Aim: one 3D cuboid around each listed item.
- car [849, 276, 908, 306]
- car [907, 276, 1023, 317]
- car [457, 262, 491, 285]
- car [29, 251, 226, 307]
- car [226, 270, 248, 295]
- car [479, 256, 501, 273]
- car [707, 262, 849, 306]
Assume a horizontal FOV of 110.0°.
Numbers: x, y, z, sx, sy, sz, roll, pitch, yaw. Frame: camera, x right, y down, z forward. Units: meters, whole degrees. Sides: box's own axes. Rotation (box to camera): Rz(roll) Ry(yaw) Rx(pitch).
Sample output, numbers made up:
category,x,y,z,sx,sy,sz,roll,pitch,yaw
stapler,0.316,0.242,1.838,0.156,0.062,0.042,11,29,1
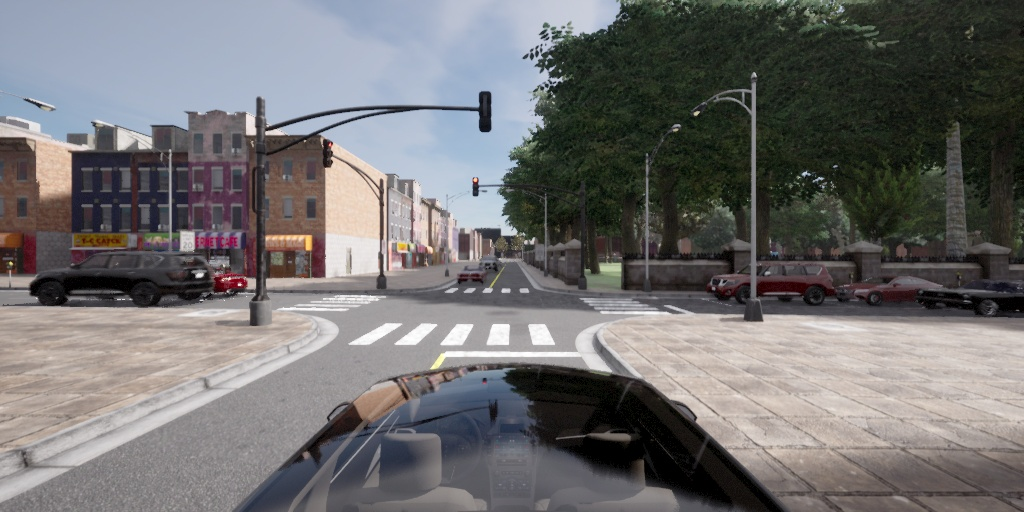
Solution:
category,x,y,z,sx,sy,sz,roll,pitch,yaw
car,17.159,1.535,16.331,4.207,1.307,1.802,0,0,0
car,18.695,1.576,13.787,4.718,1.301,1.895,1,0,0
car,-2.850,1.351,26.383,1.895,1.301,4.718,0,0,0
car,-15.000,0.828,14.059,5.566,2.045,2.150,1,0,-2
car,-14.717,1.151,16.439,4.507,1.381,1.888,0,0,0
car,-2.849,0.958,44.717,2.150,2.045,5.566,0,0,0
car,11.711,1.204,16.349,5.009,1.841,2.192,0,0,0
